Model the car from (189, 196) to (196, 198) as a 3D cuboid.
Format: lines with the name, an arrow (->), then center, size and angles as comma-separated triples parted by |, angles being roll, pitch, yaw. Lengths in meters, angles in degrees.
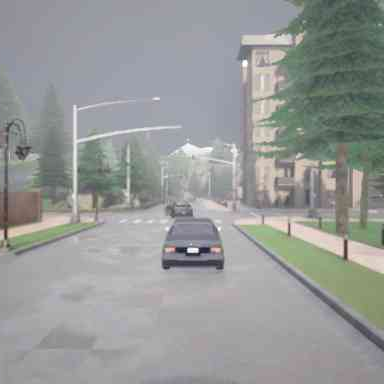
car -> 0.032, 1.575, 73.117 | 2.033, 1.411, 5.357 | 0, 0, 0

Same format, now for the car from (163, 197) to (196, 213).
car -> -1.320, 1.505, 29.647 | 2.128, 1.511, 4.902 | 0, 0, -16

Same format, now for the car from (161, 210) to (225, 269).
car -> 0.045, 1.550, 11.085 | 2.033, 1.411, 5.357 | 0, 0, 1

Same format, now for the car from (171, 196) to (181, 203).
car -> -3.480, 1.583, 71.668 | 1.994, 1.385, 4.181 | 0, 0, 0
